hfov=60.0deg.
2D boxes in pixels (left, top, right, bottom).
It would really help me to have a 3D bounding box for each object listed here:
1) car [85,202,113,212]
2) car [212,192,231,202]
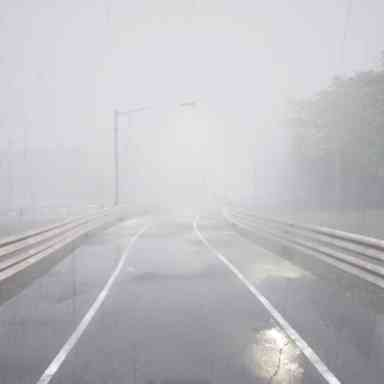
[{"bbox_3d":[-13.299,2.093,48.038,1.994,1.385,4.181,0,1,36],"label":"car"},{"bbox_3d":[6.728,1.110,75.952,2.150,2.045,5.566,0,1,36],"label":"car"}]
